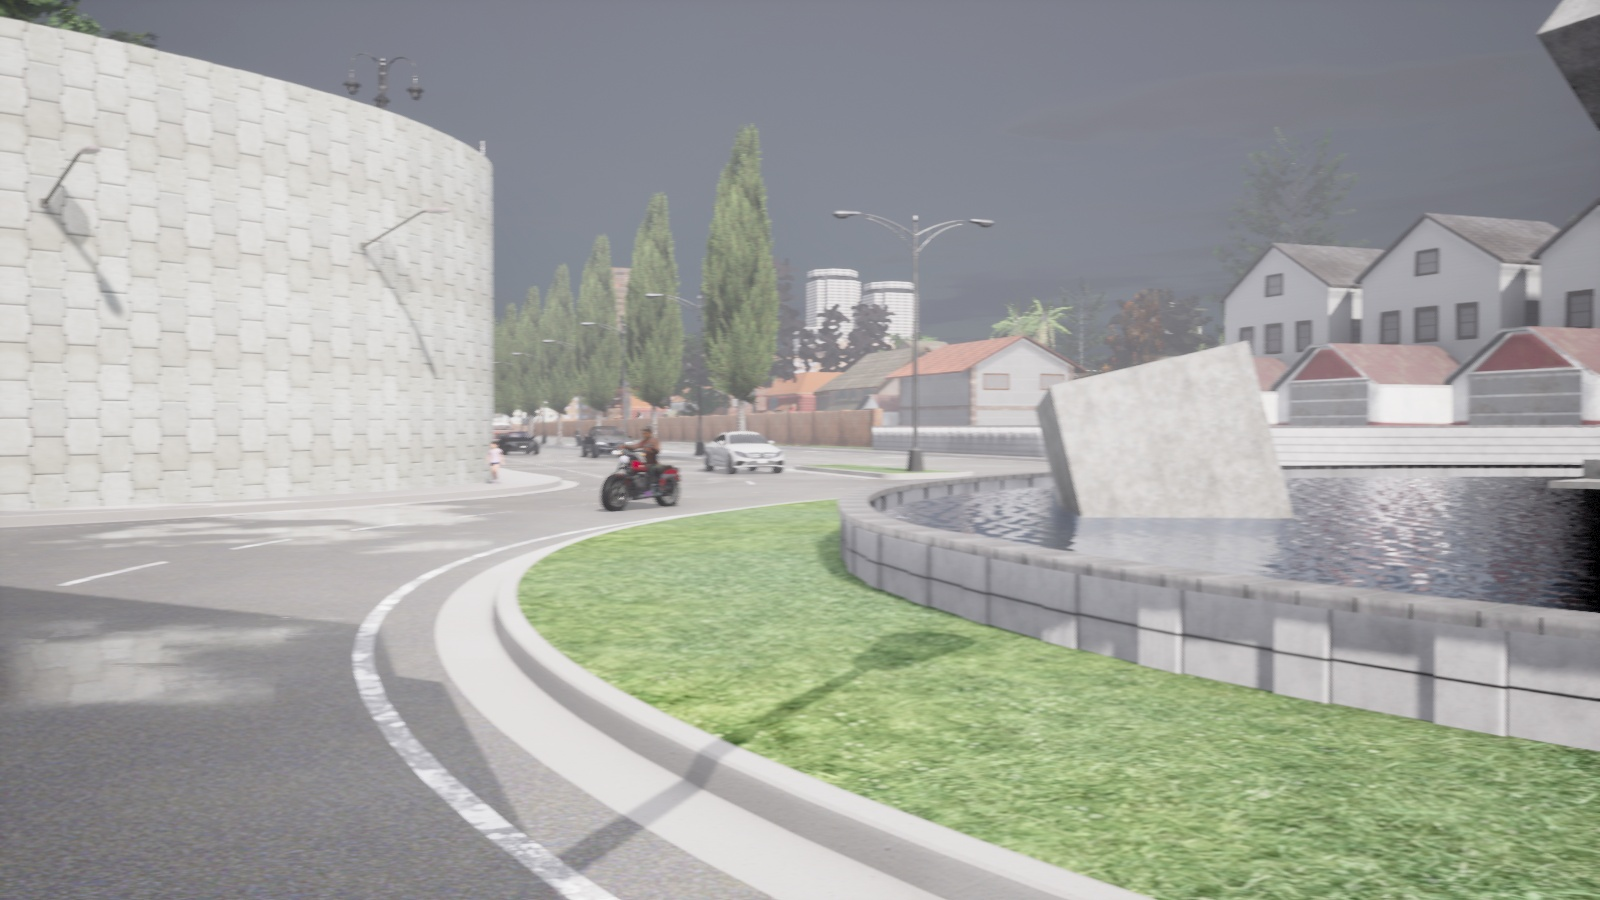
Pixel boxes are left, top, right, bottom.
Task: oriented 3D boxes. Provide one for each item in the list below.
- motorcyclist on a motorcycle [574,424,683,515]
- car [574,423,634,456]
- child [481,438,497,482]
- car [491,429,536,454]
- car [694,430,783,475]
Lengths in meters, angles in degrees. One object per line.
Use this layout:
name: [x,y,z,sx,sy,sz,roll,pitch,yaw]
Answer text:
motorcyclist on a motorcycle: [-3.242,0.324,24.024,0.766,1.649,2.350,1,2,30]
car: [-10.355,-0.576,66.007,2.242,1.667,4.611,0,1,-20]
child: [-7.886,0.245,31.836,0.255,1.110,0.394,0,1,8]
car: [-16.801,-0.523,73.484,1.994,1.385,4.181,0,1,-22]
car: [-2.192,0.053,43.466,1.812,1.442,4.674,0,1,-20]
